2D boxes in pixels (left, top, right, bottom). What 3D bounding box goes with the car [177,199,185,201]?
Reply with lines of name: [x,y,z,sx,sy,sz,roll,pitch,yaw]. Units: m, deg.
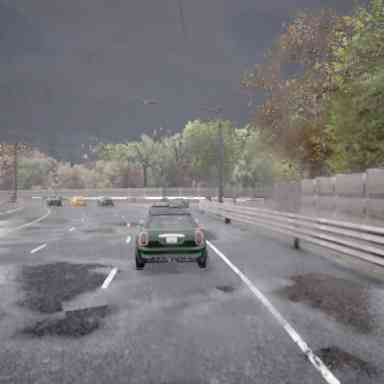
car: [-1.606,1.617,43.798,1.994,1.385,4.181,0,0,14]

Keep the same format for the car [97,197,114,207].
car: [-13.929,1.618,53.284,1.837,1.490,4.892,0,0,-28]

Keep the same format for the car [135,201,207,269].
car: [-0.767,1.368,11.436,2.097,1.767,4.553,0,0,-5]

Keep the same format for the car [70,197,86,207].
car: [-18.756,1.612,54.792,1.882,1.535,5.008,0,0,-30]

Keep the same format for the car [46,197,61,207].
car: [-22.804,1.629,54.813,1.882,1.535,5.008,0,0,-30]

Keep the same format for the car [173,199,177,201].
car: [-2.673,1.534,29.299,2.128,1.511,4.902,0,0,-5]
